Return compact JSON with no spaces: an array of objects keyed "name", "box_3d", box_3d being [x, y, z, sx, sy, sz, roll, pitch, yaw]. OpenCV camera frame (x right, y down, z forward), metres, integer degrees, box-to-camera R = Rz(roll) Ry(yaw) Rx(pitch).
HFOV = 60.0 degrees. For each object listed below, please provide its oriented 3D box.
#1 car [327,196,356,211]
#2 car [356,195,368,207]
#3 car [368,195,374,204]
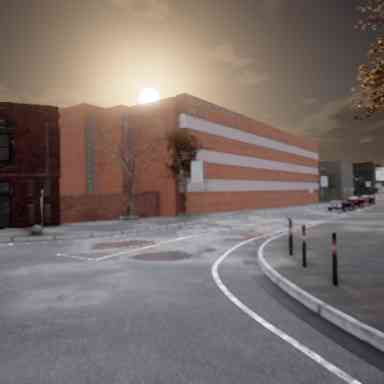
[{"name":"car","box_3d":[17.339,1.503,39.127,2.033,1.411,5.357,-1,0,36]},{"name":"car","box_3d":[23.448,1.365,47.848,1.882,1.535,5.008,-1,0,35]},{"name":"car","box_3d":[29.483,1.308,56.334,1.837,1.490,4.892,-1,0,35]}]
